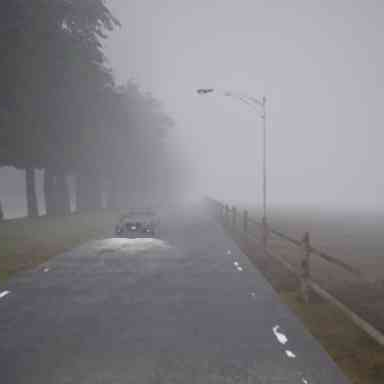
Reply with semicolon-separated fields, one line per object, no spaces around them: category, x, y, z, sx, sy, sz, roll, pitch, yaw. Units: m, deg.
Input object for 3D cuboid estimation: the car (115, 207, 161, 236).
car;-2.822;1.533;18.031;1.994;1.385;4.181;0;0;0
